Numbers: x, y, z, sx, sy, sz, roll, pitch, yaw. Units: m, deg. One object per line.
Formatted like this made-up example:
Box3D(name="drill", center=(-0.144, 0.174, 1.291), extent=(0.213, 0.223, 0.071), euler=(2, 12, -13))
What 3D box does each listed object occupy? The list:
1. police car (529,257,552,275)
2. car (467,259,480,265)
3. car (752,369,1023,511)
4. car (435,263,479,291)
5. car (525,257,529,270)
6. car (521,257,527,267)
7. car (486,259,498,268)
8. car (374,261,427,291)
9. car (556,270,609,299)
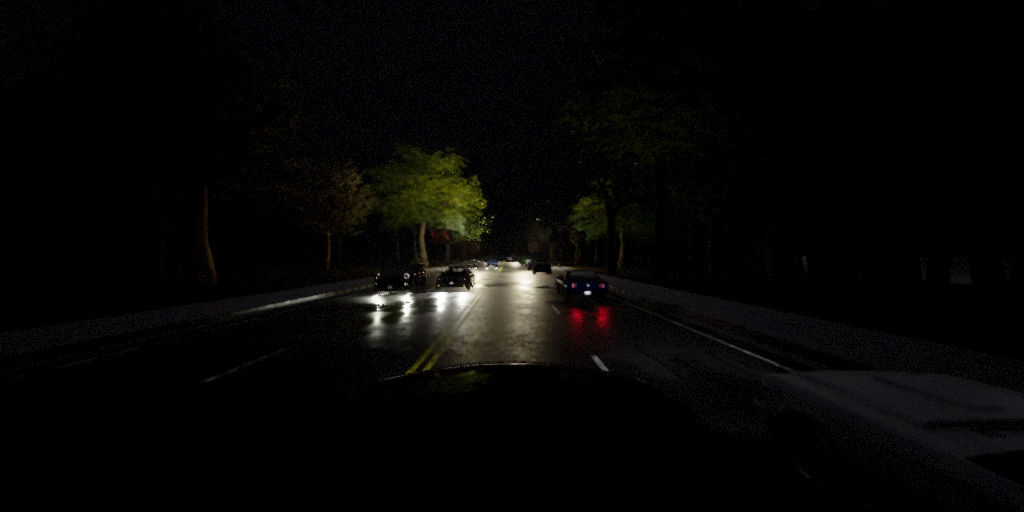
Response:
Box3D(name="police car", center=(3.214, 1.176, 39.401), extent=(1.930, 1.638, 5.238), euler=(0, 0, 0))
Box3D(name="car", center=(-6.705, 1.282, 62.449), extent=(2.033, 1.411, 5.357), euler=(0, 0, 0))
Box3D(name="car", center=(3.348, 1.351, 1.452), extent=(1.895, 1.301, 4.718), euler=(0, 0, 0))
Box3D(name="car", center=(-3.346, 1.311, 21.804), extent=(1.994, 1.385, 4.181), euler=(0, 0, 0))
Box3D(name="car", center=(3.159, 1.274, 50.302), extent=(1.812, 1.442, 4.674), euler=(0, 0, 0))
Box3D(name="car", center=(3.080, 1.337, 61.343), extent=(1.895, 1.301, 4.718), euler=(0, 0, 0))
Box3D(name="car", center=(-3.465, 1.212, 62.468), extent=(1.882, 1.535, 5.008), euler=(0, 0, 0))
Box3D(name="car", center=(-6.596, 1.099, 21.621), extent=(2.097, 1.767, 4.553), euler=(0, 0, 0))
Box3D(name="car", center=(3.353, 1.348, 18.090), extent=(1.895, 1.301, 4.718), euler=(0, 0, 0))
